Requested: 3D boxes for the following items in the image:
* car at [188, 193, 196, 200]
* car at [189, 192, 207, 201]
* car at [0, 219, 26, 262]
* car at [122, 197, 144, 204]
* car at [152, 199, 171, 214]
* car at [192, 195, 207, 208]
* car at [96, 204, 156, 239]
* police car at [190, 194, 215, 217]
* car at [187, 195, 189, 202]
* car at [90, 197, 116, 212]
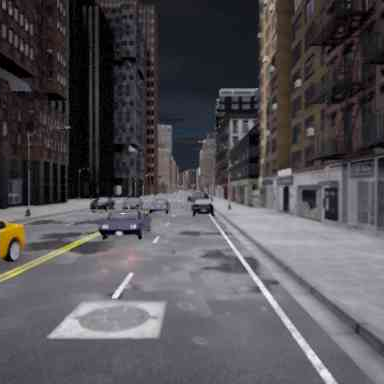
[{"bbox_3d":[0.001,1.018,74.931,1.837,1.490,4.892,0,0,0],"label":"car"},{"bbox_3d":[0.976,1.041,39.907,2.150,2.045,5.566,0,0,0],"label":"car"},{"bbox_3d":[-6.545,1.433,9.114,1.882,1.535,5.008,0,0,1],"label":"car"},{"bbox_3d":[-6.585,1.332,37.346,1.837,1.490,4.892,0,0,0],"label":"car"},{"bbox_3d":[-3.150,1.391,33.619,2.033,1.411,5.357,0,0,0],"label":"car"},{"bbox_3d":[0.976,1.269,45.879,1.882,1.535,5.008,0,0,0],"label":"car"},{"bbox_3d":[-3.150,1.520,16.687,1.895,1.301,4.718,0,0,0],"label":"car"},{"bbox_3d":[0.975,1.284,29.989,1.930,1.638,5.238,0,0,0],"label":"police car"},{"bbox_3d":[0.001,1.199,64.829,1.882,1.535,5.008,0,0,0],"label":"car"},{"bbox_3d":[-9.834,1.307,36.862,1.882,1.535,5.008,0,0,0],"label":"car"}]
